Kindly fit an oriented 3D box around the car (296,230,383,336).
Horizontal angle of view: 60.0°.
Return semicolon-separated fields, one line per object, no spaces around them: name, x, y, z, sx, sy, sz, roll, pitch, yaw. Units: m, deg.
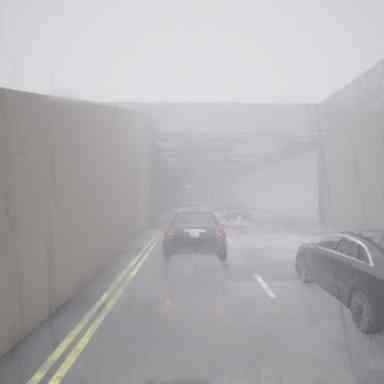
car;3.586;1.508;6.696;2.128;1.511;4.902;0;0;0

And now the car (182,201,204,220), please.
car;0.080;1.594;29.989;1.812;1.442;4.674;0;0;0

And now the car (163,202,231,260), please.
car;0.093;1.381;12.697;2.097;1.767;4.553;0;0;0

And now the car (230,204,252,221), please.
car;3.592;1.663;27.368;1.895;1.301;4.718;0;0;0
